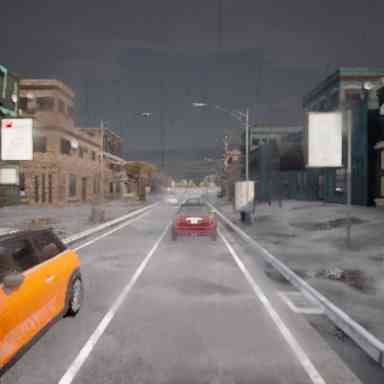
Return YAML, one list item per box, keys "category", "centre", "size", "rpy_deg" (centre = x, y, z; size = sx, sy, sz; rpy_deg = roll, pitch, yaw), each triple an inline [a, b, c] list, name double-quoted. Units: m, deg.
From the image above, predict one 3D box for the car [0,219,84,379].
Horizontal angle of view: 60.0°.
- category: "car"
  centre: [-3.099, 1.352, 4.402]
  size: [2.097, 1.767, 4.553]
  rpy_deg: [0, 0, 0]

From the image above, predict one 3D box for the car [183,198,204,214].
- category: "car"
  centre: [0.108, 1.392, 34.969]
  size: [2.033, 1.411, 5.357]
  rpy_deg: [0, 0, 0]

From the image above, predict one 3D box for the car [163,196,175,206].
- category: "car"
  centre: [-3.058, 1.269, 48.116]
  size: [1.812, 1.442, 4.674]
  rpy_deg: [0, 0, 0]

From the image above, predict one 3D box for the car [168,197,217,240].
- category: "car"
  centre: [0.104, 1.320, 16.840]
  size: [2.097, 1.767, 4.553]
  rpy_deg: [0, 0, 0]
